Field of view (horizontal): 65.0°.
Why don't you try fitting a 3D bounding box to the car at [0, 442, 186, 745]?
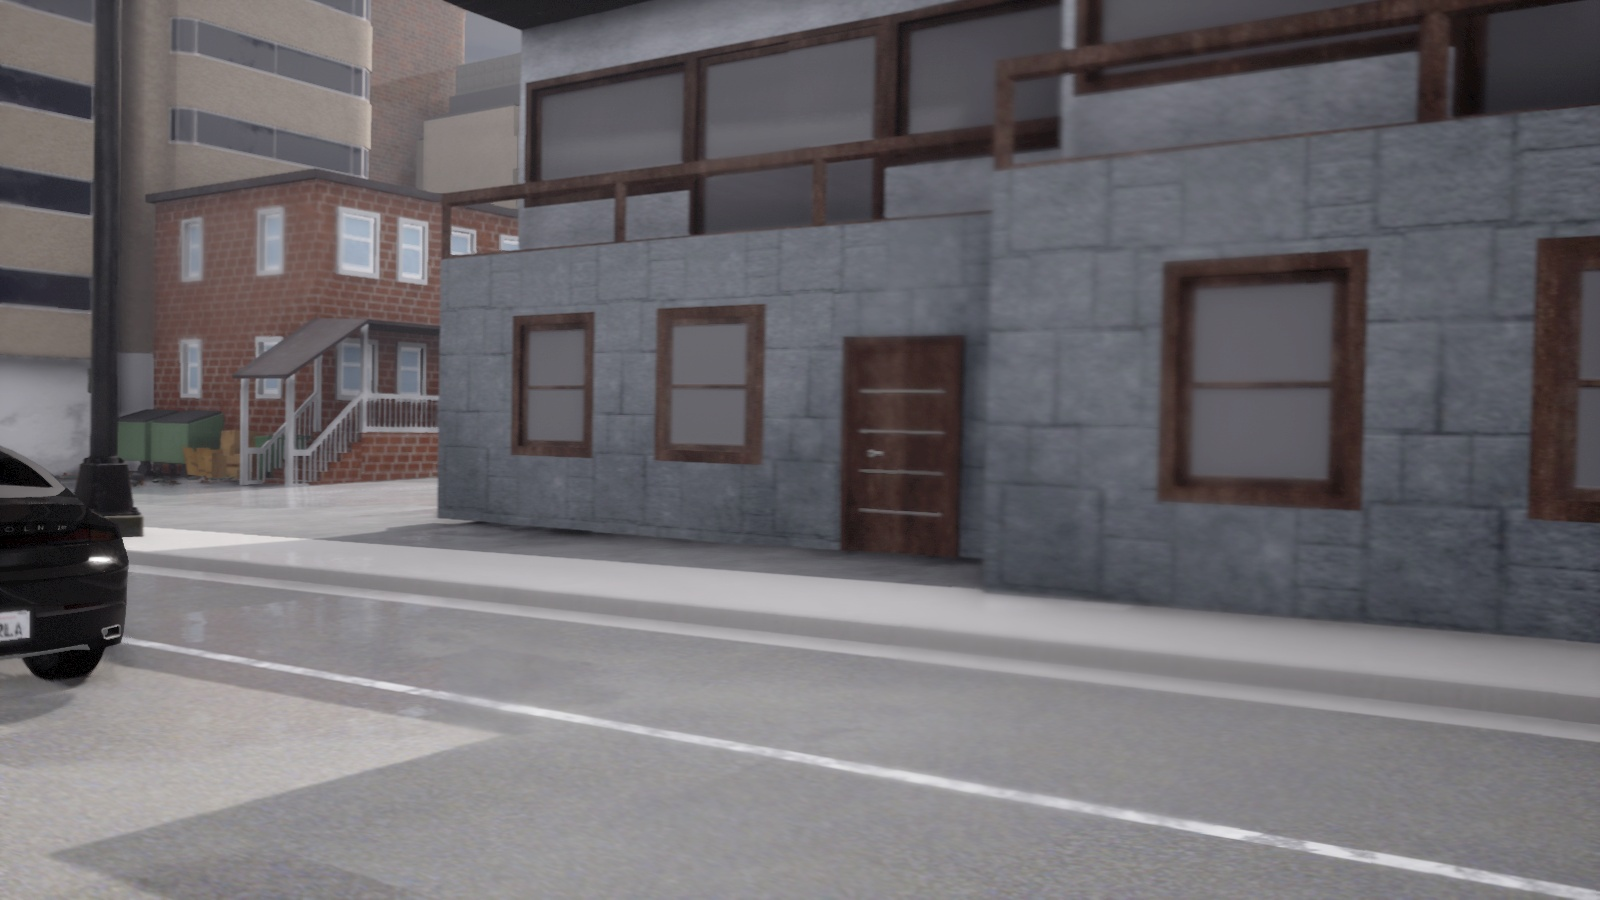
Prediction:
[{"bbox_3d":[-5.991,0.734,7.605,4.892,1.490,1.837,-1,1,34],"label":"car"}]
